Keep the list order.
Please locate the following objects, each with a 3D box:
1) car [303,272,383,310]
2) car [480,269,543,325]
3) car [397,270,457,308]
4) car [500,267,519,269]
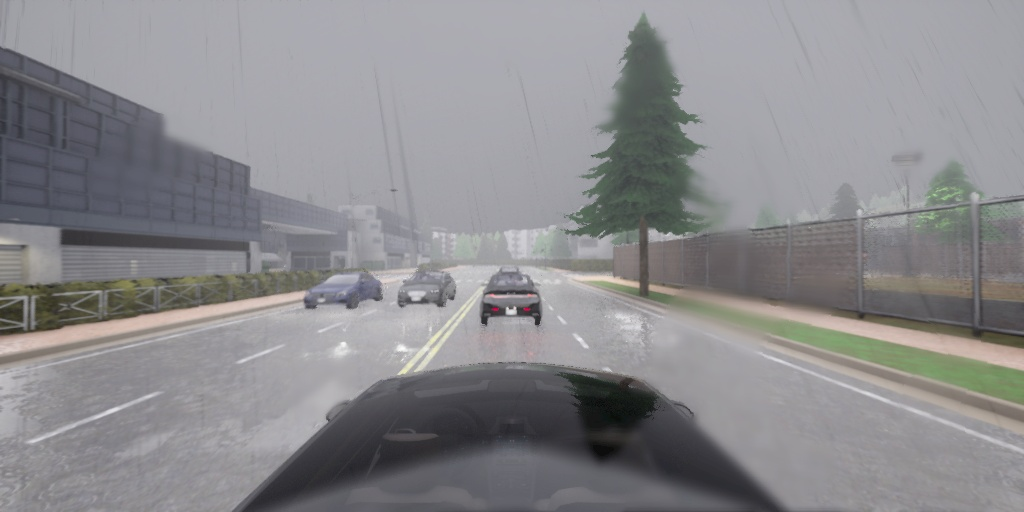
[{"bbox_3d":[-7.180,1.439,15.819,1.812,1.442,4.674,0,-1,0],"label":"car"},{"bbox_3d":[-0.041,1.352,12.226,2.128,1.511,4.902,0,-1,0],"label":"car"},{"bbox_3d":[-3.682,1.403,16.188,2.128,1.511,4.902,0,-1,0],"label":"car"},{"bbox_3d":[-0.186,1.489,25.145,2.128,1.511,4.902,0,-1,-1],"label":"car"}]
